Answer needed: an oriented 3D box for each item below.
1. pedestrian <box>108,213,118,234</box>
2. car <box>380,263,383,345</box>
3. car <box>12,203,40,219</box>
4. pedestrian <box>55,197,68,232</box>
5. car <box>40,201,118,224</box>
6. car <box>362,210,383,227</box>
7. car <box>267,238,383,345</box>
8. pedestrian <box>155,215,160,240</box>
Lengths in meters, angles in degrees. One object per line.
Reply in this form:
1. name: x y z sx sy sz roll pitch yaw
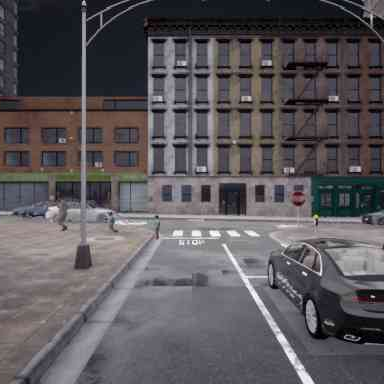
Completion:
1. pedestrian: -3.926 1.523 16.261 0.500 1.100 0.500 0 0 0
2. car: 2.644 1.440 0.845 1.967 1.590 4.097 0 0 0
3. car: -10.763 1.378 25.508 5.357 1.411 2.033 1 0 0
4. pedestrian: -6.543 1.069 16.868 0.375 1.860 0.375 0 0 0
5. car: -7.397 1.395 22.547 4.674 1.442 1.812 1 0 0
6. car: 15.356 1.956 25.418 4.181 1.385 1.994 1 0 0
7. car: 2.638 1.552 6.349 2.008 1.369 4.403 0 0 0
8. pedestrian: -1.648 1.676 15.665 0.500 1.100 0.500 0 0 0
